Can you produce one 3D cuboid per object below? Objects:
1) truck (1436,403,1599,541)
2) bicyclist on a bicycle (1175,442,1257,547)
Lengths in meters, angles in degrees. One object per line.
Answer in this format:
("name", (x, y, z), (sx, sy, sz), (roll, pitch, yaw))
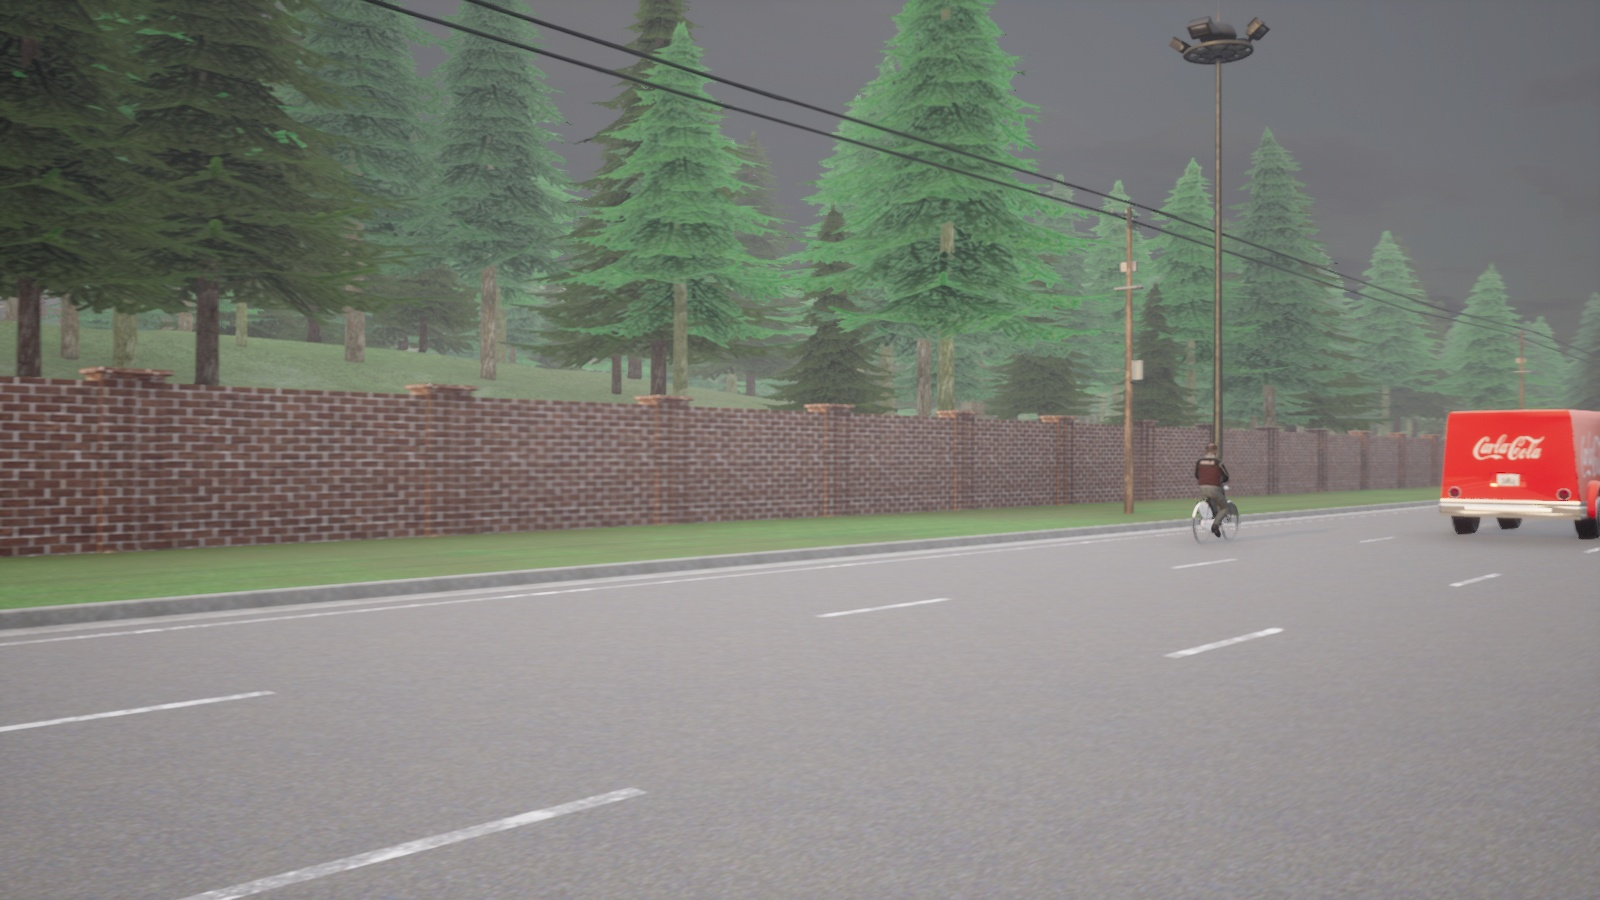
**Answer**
("truck", (15.034, 0.406, 25.311), (2.627, 2.467, 5.204), (0, 0, 43))
("bicyclist on a bicycle", (7.364, 0.754, 22.162), (0.659, 1.776, 1.843), (0, 0, 43))
